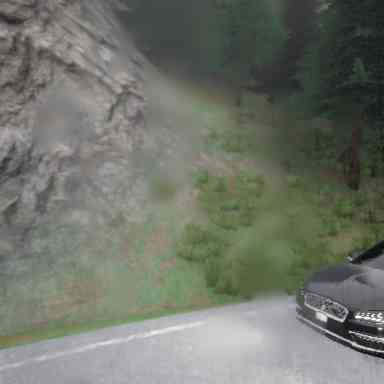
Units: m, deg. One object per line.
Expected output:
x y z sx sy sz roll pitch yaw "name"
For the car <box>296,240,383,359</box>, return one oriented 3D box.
4.001 1.487 5.501 4.892 1.490 1.837 1 0 -23 "car"
